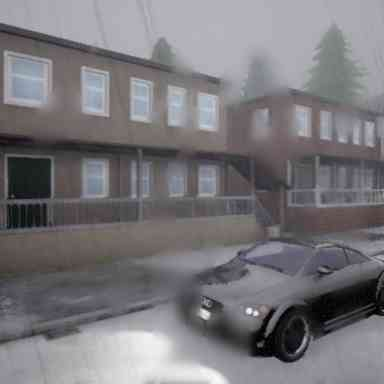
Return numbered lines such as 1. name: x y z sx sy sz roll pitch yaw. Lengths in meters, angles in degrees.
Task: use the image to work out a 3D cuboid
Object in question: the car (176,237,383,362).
1. car: 1.798 1.547 5.888 4.181 1.385 1.994 0 0 -36
